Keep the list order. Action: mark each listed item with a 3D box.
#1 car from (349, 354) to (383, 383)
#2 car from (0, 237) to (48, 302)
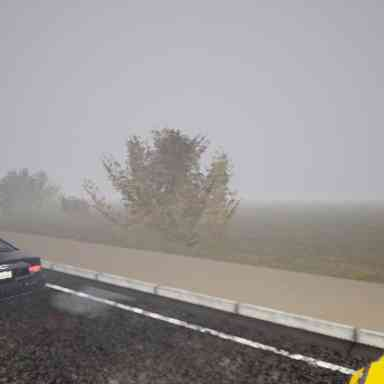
[{"bbox_3d":[3.378,1.456,1.153,5.366,1.575,1.801,0,0,35],"label":"car"},{"bbox_3d":[-5.424,1.545,7.429,5.357,1.411,2.033,0,0,35],"label":"car"}]
